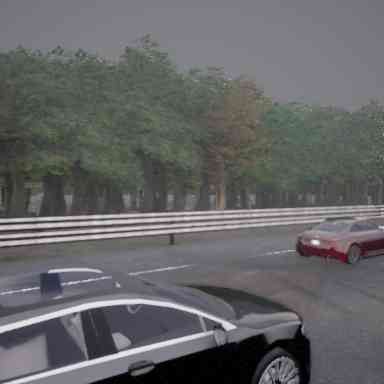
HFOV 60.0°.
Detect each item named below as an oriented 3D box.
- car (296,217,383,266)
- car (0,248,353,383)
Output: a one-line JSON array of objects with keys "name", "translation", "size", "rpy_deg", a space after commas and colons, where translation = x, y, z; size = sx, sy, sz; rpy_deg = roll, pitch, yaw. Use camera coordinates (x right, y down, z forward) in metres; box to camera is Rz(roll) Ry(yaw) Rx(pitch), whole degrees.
[{"name": "car", "translation": [5.638, 1.596, 11.800], "size": [4.181, 1.385, 1.994], "rpy_deg": [0, 0, -34]}, {"name": "car", "translation": [-0.897, 1.491, 3.062], "size": [4.902, 1.511, 2.128], "rpy_deg": [0, 0, -35]}]
